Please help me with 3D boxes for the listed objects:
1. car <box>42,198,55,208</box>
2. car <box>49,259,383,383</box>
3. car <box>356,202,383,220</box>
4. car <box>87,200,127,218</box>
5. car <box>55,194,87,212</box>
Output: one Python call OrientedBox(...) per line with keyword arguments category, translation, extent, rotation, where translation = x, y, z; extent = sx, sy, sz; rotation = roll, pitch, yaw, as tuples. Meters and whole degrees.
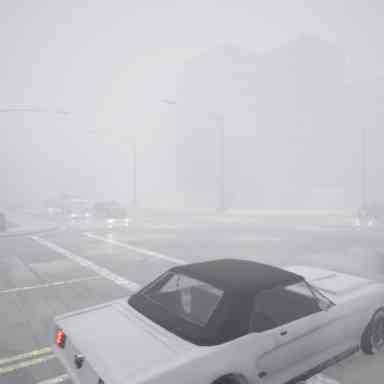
OrientedBox(category="car", translation=(-19.830, 1.564, 47.051), extent=(1.994, 1.385, 4.181), rotation=(0, 0, -36))
OrientedBox(category="car", translation=(0.818, 1.603, 4.397), extent=(4.718, 1.301, 1.895), rotation=(0, 0, -36))
OrientedBox(category="car", translation=(16.538, 1.605, 29.774), extent=(4.902, 1.511, 2.128), rotation=(1, -1, -38))
OrientedBox(category="car", translation=(-7.648, 1.505, 30.513), extent=(1.837, 1.490, 4.892), rotation=(0, 0, -36))
OrientedBox(category="car", translation=(-13.860, 1.221, 38.946), extent=(2.150, 2.045, 5.566), rotation=(0, 0, -36))
